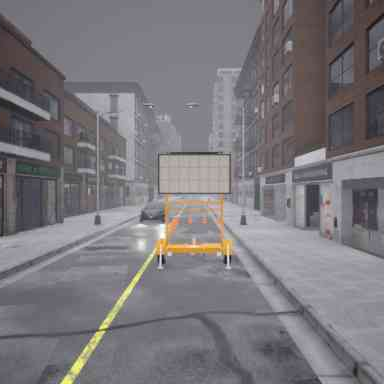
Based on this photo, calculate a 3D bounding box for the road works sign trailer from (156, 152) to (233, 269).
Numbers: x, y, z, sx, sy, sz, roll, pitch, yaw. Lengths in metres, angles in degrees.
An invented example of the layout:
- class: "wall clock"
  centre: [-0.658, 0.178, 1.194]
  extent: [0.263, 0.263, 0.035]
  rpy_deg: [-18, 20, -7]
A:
- class: "road works sign trailer"
  centre: [0.080, 0.463, 11.159]
  extent: [2.380, 3.560, 2.880]
  rpy_deg: [0, 0, 0]

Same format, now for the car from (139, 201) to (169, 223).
- class: "car"
  centre: [-2.816, 1.498, 25.399]
  extent: [1.837, 1.490, 4.892]
  rpy_deg: [0, 0, 0]
